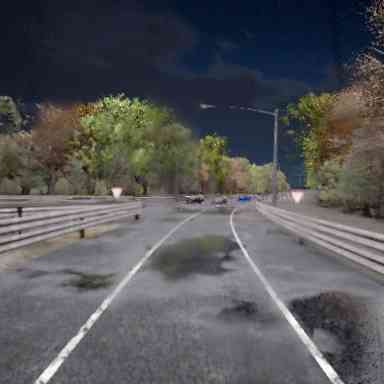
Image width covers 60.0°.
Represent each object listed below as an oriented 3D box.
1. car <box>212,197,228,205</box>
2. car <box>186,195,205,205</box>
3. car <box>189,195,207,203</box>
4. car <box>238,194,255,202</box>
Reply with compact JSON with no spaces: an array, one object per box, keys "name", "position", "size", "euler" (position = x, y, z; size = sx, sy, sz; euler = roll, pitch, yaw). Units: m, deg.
[{"name":"car","position":[5.289,1.638,62.471],"size":[1.994,1.385,4.181],"euler":[1,0,23]},{"name":"car","position":[0.580,1.442,60.361],"size":[1.882,1.535,5.008],"euler":[2,0,23]},{"name":"car","position":[1.250,1.456,70.773],"size":[2.128,1.511,4.902],"euler":[2,0,23]},{"name":"car","position":[12.635,1.404,79.501],"size":[2.150,2.045,5.566],"euler":[2,0,23]}]
